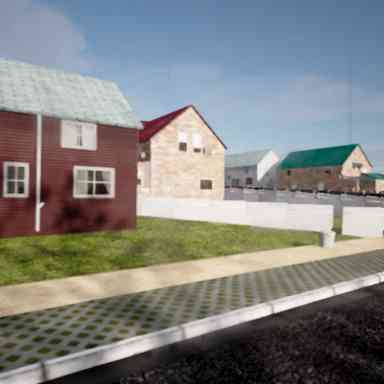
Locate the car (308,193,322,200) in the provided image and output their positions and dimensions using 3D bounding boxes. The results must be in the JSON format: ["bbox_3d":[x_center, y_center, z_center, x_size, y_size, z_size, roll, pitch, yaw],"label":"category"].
[{"bbox_3d":[12.615,0.817,33.777,1.812,1.442,4.674,1,2,-33],"label":"car"}]
